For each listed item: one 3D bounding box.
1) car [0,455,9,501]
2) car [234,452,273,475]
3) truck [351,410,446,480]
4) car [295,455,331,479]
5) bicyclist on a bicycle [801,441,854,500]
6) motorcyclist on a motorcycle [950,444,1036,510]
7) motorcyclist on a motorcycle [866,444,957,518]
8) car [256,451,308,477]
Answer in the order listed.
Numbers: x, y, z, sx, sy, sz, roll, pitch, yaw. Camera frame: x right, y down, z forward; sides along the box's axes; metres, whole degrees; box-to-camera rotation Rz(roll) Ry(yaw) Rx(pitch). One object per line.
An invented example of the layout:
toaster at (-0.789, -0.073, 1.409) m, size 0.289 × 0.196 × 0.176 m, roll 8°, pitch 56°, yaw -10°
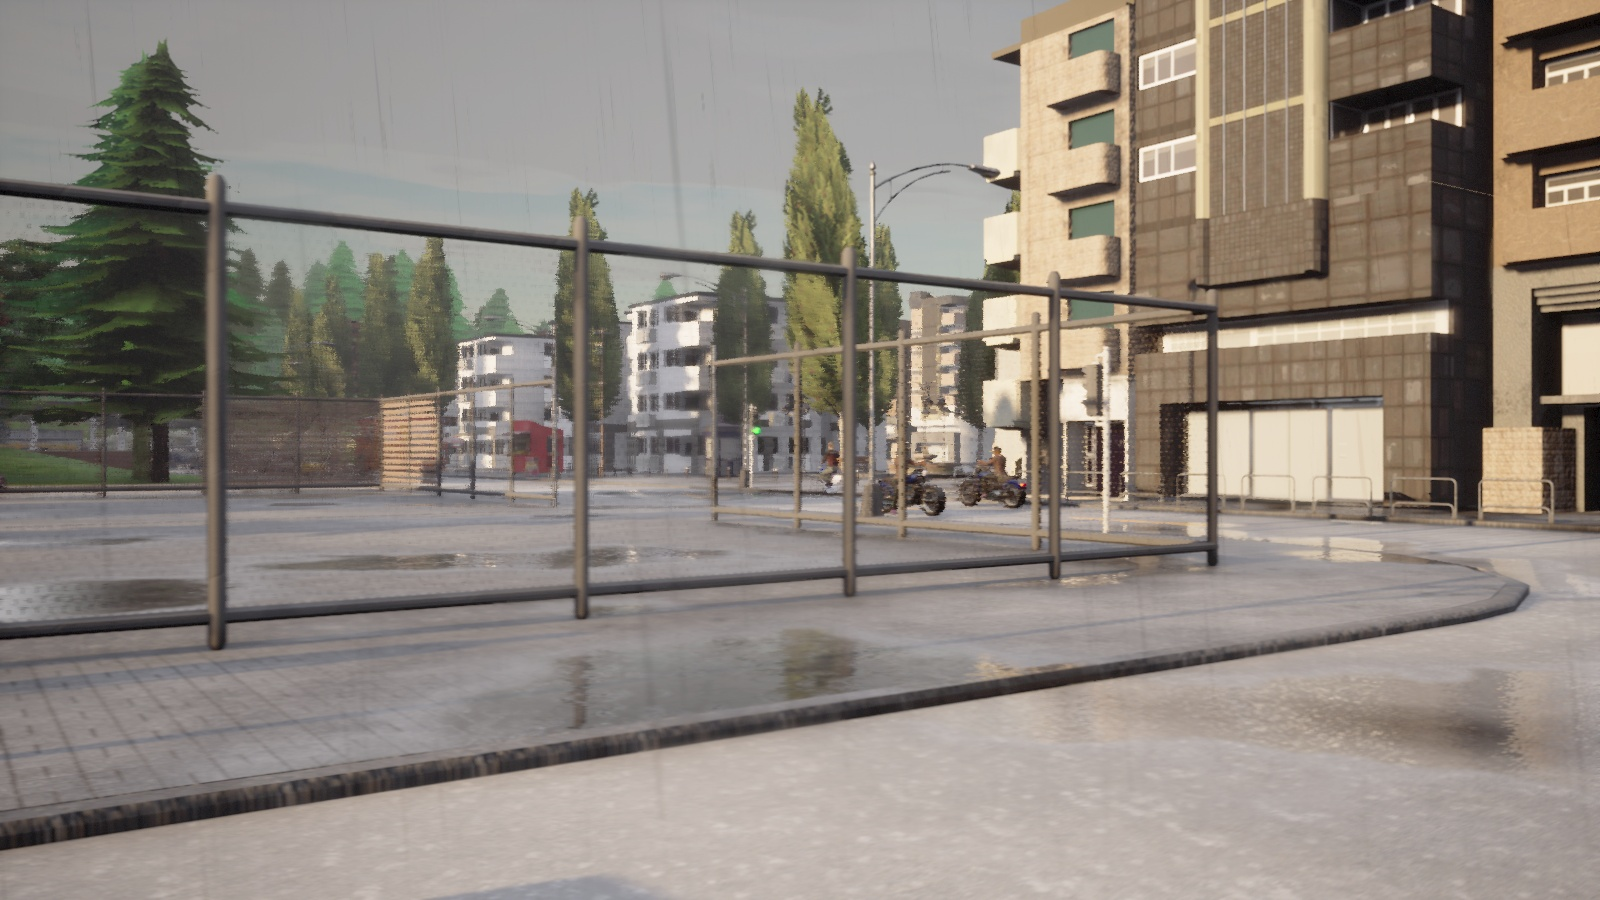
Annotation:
car at (-27.794, 0.916, 40.135) m, size 4.193 × 1.474 × 1.816 m, roll 0°, pitch 0°, yaw -35°
car at (-38.009, 0.946, 87.274) m, size 1.789 × 1.549 × 3.705 m, roll 0°, pitch 0°, yaw -35°
truck at (-23.639, -0.277, 73.631) m, size 2.891 × 3.827 × 8.468 m, roll 0°, pitch 0°, yaw -35°
car at (-28.558, 0.969, 73.687) m, size 1.481 × 1.376 × 2.207 m, roll 0°, pitch 0°, yaw -35°
bicyclist on a bicycle at (0.828, 0.621, 38.552) m, size 0.659 × 1.776 × 1.843 m, roll 0°, pitch 0°, yaw -35°
motorcyclist on a motorcycle at (4.983, 0.677, 32.591) m, size 0.766 × 1.649 × 2.350 m, roll 0°, pitch 0°, yaw -35°
motorcyclist on a motorcycle at (2.553, 0.689, 29.085) m, size 0.766 × 1.649 × 2.350 m, roll 0°, pitch 0°, yaw -35°
car at (-33.158, 0.870, 80.296) m, size 2.033 × 1.649 × 4.856 m, roll 0°, pitch 0°, yaw -35°
